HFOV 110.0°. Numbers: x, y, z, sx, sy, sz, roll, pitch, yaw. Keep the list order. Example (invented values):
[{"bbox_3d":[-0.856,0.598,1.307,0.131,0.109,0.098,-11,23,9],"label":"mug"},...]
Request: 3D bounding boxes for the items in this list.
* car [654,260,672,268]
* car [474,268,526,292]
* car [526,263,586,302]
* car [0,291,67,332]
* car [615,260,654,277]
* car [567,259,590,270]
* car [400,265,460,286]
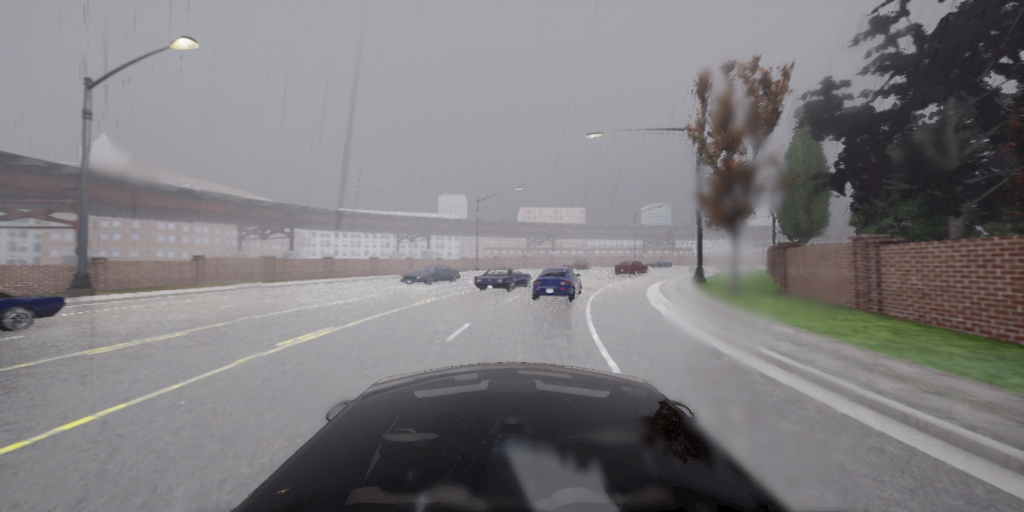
[{"bbox_3d":[23.036,1.312,56.649,4.718,1.301,1.895,0,-1,-29],"label":"car"},{"bbox_3d":[-0.373,1.349,21.185,1.895,1.301,4.718,0,0,21],"label":"car"},{"bbox_3d":[2.218,1.259,17.002,1.812,1.442,4.674,-1,0,17],"label":"car"},{"bbox_3d":[-13.923,1.338,8.106,1.895,1.301,4.718,0,0,4],"label":"car"},{"bbox_3d":[11.734,1.148,34.973,1.882,1.535,5.008,-2,-1,40],"label":"car"},{"bbox_3d":[9.074,1.192,51.508,4.553,1.767,2.097,0,-1,-38],"label":"car"},{"bbox_3d":[-5.837,1.342,26.376,2.033,1.411,5.357,0,0,23],"label":"car"}]
